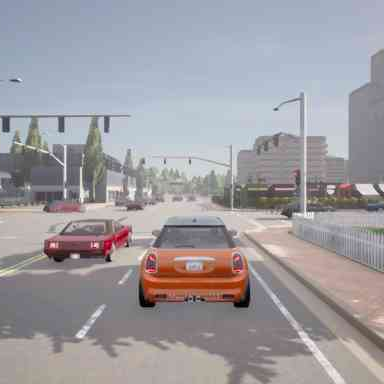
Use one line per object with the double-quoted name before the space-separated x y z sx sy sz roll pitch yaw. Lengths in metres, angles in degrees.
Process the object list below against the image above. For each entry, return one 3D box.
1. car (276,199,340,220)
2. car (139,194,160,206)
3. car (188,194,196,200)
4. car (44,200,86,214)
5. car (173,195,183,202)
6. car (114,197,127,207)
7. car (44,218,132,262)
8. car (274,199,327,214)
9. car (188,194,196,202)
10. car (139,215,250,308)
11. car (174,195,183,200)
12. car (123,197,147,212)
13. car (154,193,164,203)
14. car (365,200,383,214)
"car" 9.737 1.504 27.513 4.892 1.490 1.837 0 1 -1
"car" -7.115 1.492 56.199 2.128 1.511 4.902 0 0 0
"car" -0.044 1.397 87.712 2.128 1.511 4.902 0 0 0
"car" -13.609 1.564 35.732 1.994 1.385 4.181 1 0 43
"car" -3.539 1.512 77.754 1.812 1.442 4.674 0 0 0
"car" -10.620 1.503 51.103 1.837 1.490 4.892 0 0 0
"car" -3.422 1.601 11.996 1.895 1.301 4.718 0 0 0
"car" 11.254 1.491 34.762 4.902 1.511 2.128 0 0 -1
"car" -0.039 1.530 77.437 2.033 1.411 5.357 0 0 0
"car" 0.060 1.352 8.101 2.097 1.767 4.553 0 0 0
"car" -3.544 1.424 87.709 1.994 1.385 4.181 0 0 0
"car" -6.688 1.600 39.421 1.895 1.301 4.718 0 0 -6
"car" -7.035 1.224 69.237 2.150 2.045 5.566 0 0 0
"car" 20.898 1.477 35.005 5.008 1.535 1.882 0 0 -2
